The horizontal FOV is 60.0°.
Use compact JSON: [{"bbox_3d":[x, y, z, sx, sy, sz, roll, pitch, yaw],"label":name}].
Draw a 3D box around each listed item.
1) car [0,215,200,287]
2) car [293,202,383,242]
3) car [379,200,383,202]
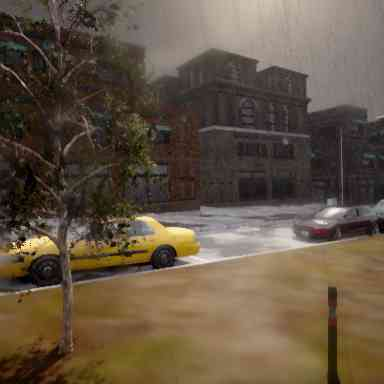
[{"bbox_3d":[-2.327,1.323,8.927,5.366,1.575,1.946,1,0,-33],"label":"car"},{"bbox_3d":[6.817,1.367,15.477,4.792,1.488,2.163,0,1,-33],"label":"car"},{"bbox_3d":[11.361,1.172,18.756,4.553,1.767,2.185,0,0,-33],"label":"car"}]
